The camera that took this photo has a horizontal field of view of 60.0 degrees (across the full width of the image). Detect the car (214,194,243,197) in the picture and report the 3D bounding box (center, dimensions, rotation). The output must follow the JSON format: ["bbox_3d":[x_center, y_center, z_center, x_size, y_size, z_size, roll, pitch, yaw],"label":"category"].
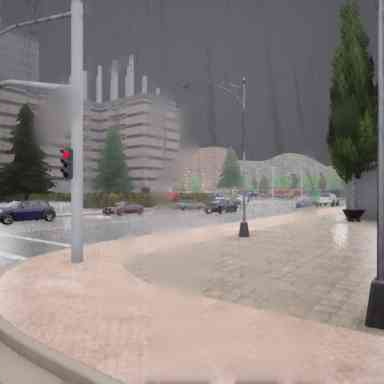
[{"bbox_3d":[5.484,1.505,49.009,1.837,1.490,4.892,0,0,37],"label":"car"}]

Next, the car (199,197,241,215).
[{"bbox_3d":[3.091,1.505,33.550,1.837,1.490,4.892,0,0,36],"label":"car"}]

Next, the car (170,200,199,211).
[{"bbox_3d":[-0.665,1.601,40.619,1.895,1.301,4.718,0,0,36],"label":"car"}]

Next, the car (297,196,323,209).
[{"bbox_3d":[15.665,1.563,44.906,1.994,1.385,4.181,0,0,37],"label":"car"}]

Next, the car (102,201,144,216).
[{"bbox_3d":[-6.636,1.564,32.426,1.994,1.385,4.181,0,0,36],"label":"car"}]

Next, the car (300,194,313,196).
[{"bbox_3d":[19.407,1.526,55.994,1.812,1.442,4.674,0,0,36],"label":"car"}]

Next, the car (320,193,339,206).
[{"bbox_3d":[22.085,1.221,53.721,2.150,2.045,5.566,0,0,36],"label":"car"}]

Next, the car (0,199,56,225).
[{"bbox_3d":[-12.480,1.352,24.376,2.097,1.767,4.553,0,0,36],"label":"car"}]
